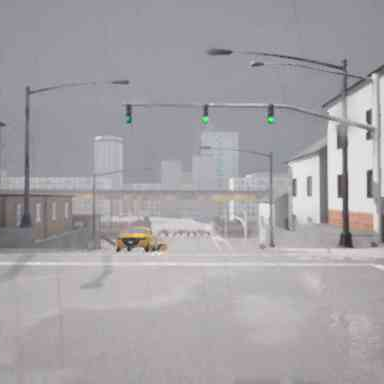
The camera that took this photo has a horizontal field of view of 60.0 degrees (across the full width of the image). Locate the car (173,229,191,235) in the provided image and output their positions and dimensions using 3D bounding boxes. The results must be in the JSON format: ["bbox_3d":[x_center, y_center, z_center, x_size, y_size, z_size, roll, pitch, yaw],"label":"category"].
[{"bbox_3d":[-2.717,10.900,90.459,4.536,1.218,1.853,1,-1,-36],"label":"car"}]

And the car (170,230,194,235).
[{"bbox_3d":[-2.758,11.057,90.426,4.974,1.542,2.038,1,-1,-36],"label":"car"}]

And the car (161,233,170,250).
[{"bbox_3d":[-3.363,5.547,34.063,1.882,1.535,5.008,0,-15,0],"label":"car"}]

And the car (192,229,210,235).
[{"bbox_3d":[2.563,10.900,91.236,4.536,1.218,1.853,-1,-1,29],"label":"car"}]

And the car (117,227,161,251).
[{"bbox_3d":[-3.368,2.945,21.055,1.882,1.535,5.008,-1,-10,1],"label":"car"}]

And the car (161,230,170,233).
[{"bbox_3d":[-7.366,11.069,90.420,4.974,1.542,2.038,-1,-1,44],"label":"car"}]

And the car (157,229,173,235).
[{"bbox_3d":[-7.404,10.912,90.458,4.536,1.218,1.853,-1,-1,44],"label":"car"}]

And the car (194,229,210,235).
[{"bbox_3d":[2.610,11.057,91.209,4.974,1.542,2.038,-1,-1,29],"label":"car"}]
